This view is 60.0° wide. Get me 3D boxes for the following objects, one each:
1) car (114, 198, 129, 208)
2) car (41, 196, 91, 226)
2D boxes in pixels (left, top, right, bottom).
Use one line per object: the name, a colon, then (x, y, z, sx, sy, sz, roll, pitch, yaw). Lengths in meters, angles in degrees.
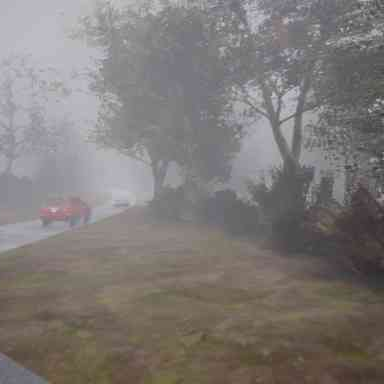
car: (-10.803, 1.641, 51.223, 1.895, 1.301, 4.718, -2, 1, -5)
car: (-9.143, 1.327, 24.483, 2.150, 2.045, 5.566, -1, 0, -2)
